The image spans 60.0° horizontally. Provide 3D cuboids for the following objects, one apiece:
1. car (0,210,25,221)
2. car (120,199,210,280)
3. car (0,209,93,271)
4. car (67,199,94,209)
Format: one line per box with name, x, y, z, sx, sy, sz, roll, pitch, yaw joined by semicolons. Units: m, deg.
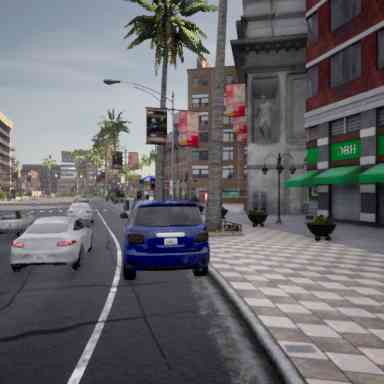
car;-9.704;1.592;17.555;1.895;1.301;4.718;0;0;-16
car;-0.984;1.218;10.212;2.150;2.045;5.566;0;0;-11
car;-4.386;1.521;10.880;1.812;1.442;4.674;0;0;-11
car;-8.266;1.517;24.625;1.812;1.442;4.674;0;0;-17
